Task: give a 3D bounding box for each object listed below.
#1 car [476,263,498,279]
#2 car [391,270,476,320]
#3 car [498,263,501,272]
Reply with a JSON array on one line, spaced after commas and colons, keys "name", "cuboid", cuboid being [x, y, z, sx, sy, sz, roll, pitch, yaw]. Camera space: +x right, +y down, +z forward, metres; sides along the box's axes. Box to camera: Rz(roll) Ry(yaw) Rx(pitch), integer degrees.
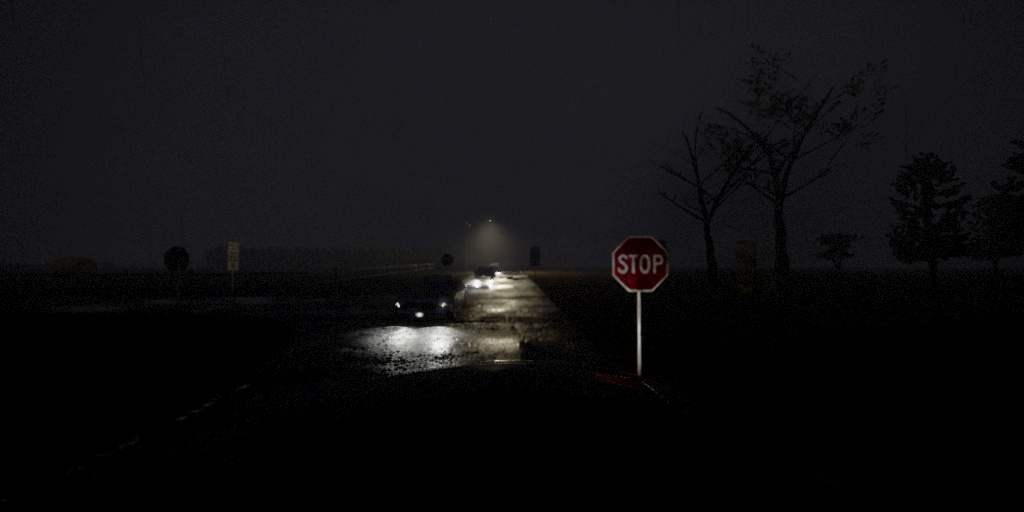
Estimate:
[{"name": "car", "cuboid": [-2.762, 1.638, 36.744, 1.895, 1.301, 4.718, 0, 0, 0]}, {"name": "car", "cuboid": [-2.754, 1.395, 13.354, 2.033, 1.411, 5.357, 0, 0, 0]}, {"name": "car", "cuboid": [-2.767, 1.763, 55.988, 1.895, 1.301, 4.718, 0, 0, 0]}]
